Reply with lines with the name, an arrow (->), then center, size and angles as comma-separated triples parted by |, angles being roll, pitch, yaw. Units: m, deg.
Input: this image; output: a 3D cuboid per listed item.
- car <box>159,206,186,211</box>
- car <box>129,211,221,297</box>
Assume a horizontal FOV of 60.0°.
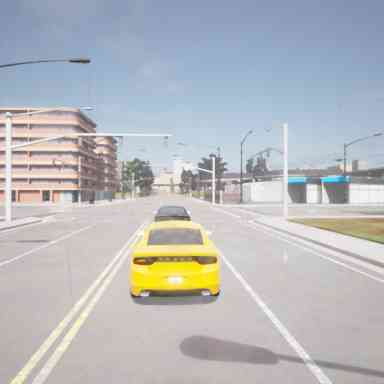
car -> -1.076, 1.478, 18.190 | 1.882, 1.535, 5.008 | 0, 0, -4
car -> -0.441, 1.478, 8.630 | 1.882, 1.535, 5.008 | 0, 0, -3
